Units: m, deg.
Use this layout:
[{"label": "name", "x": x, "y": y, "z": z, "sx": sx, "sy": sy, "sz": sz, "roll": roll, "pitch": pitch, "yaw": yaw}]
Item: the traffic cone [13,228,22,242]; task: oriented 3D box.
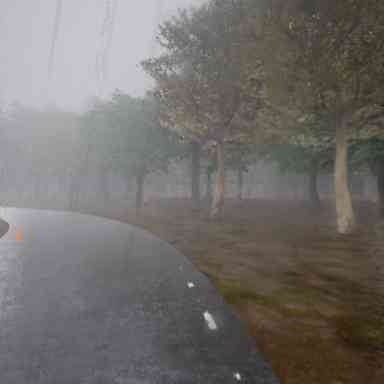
[{"label": "traffic cone", "x": -7.767, "y": 1.897, "z": 14.794, "sx": 0.340, "sy": 0.580, "sz": 0.340, "roll": 0, "pitch": 0, "yaw": -20}]
